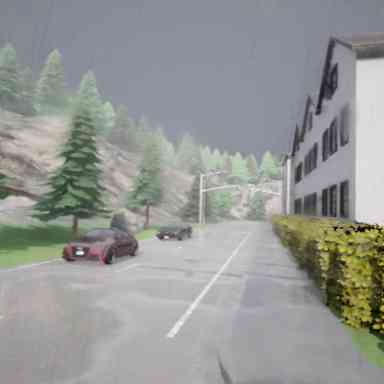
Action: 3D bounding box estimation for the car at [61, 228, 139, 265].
[{"bbox_3d":[-3.937,2.314,14.895,1.994,1.385,4.181,1,-3,13],"label":"car"}]

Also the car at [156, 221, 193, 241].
[{"bbox_3d":[-1.272,3.081,26.923,2.033,1.411,5.357,1,-3,13],"label":"car"}]
